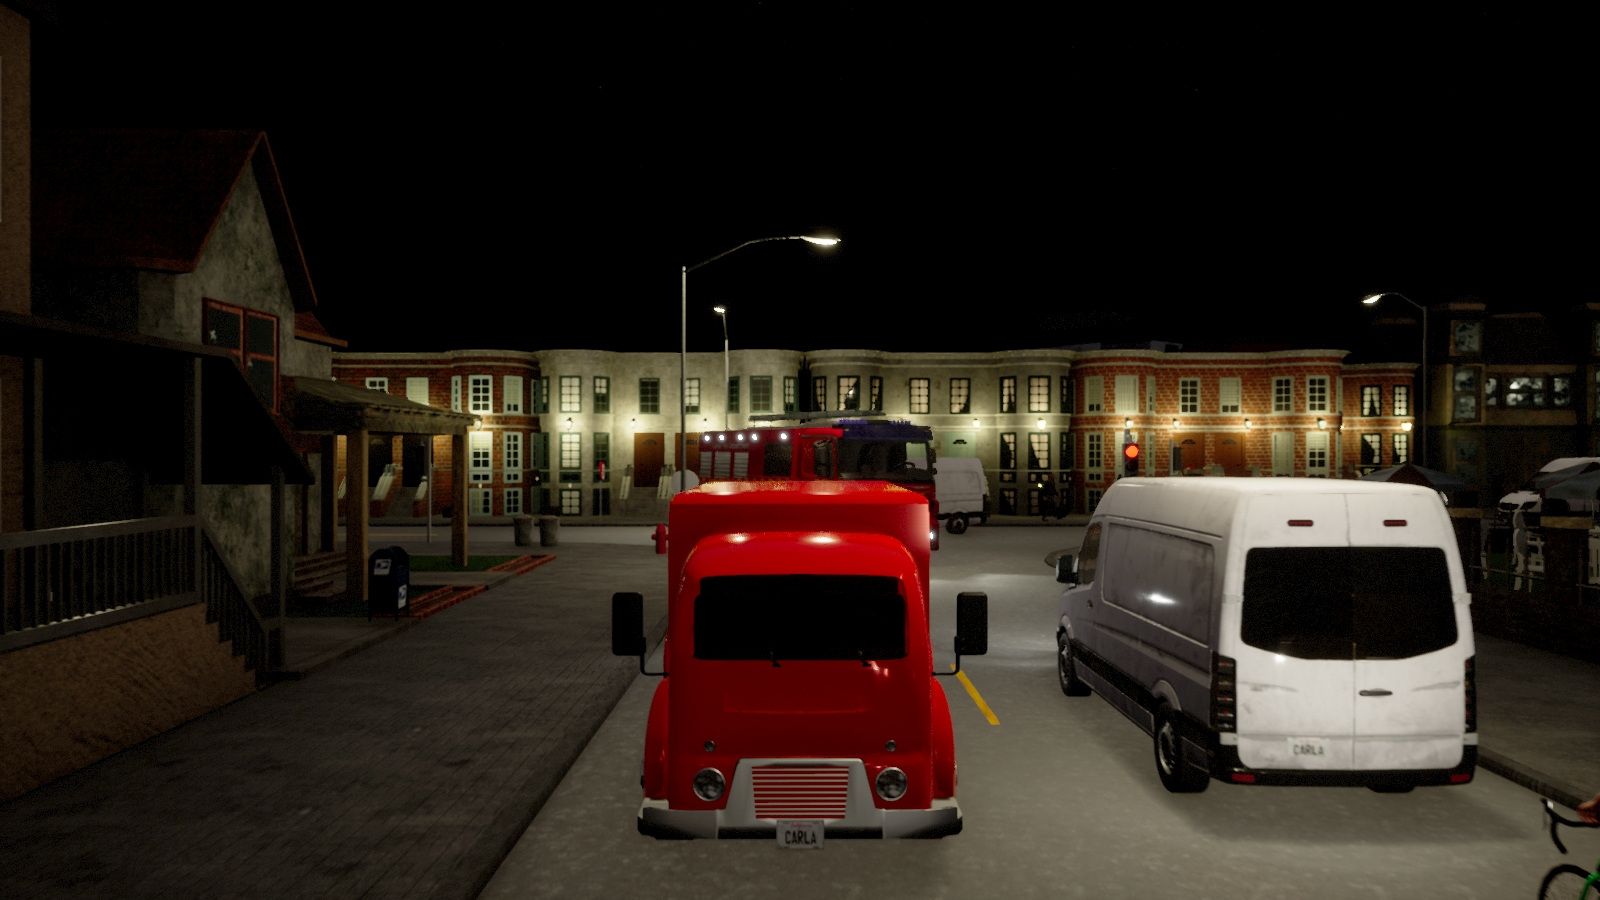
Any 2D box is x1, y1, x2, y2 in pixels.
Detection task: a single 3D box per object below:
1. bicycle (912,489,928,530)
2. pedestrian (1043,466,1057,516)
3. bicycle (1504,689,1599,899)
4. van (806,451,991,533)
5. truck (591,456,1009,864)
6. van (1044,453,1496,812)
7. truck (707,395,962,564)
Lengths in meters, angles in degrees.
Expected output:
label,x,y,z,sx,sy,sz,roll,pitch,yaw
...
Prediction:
label,x,y,z,sx,sy,sz,roll,pitch,yaw
bicycle,3.985,1.950,37.992,0.329,1.271,1.835,0,0,0
pedestrian,9.347,1.536,42.703,0.375,1.860,0.375,0,0,-42
bicycle,3.991,1.938,5.354,0.373,1.296,1.643,0,0,0
van,3.300,1.323,38.151,5.915,2.561,1.988,0,0,-23
truck,-0.015,1.338,9.802,2.627,2.467,5.204,0,1,0
van,4.010,1.318,11.169,1.988,2.561,5.915,0,0,0
truck,0.579,0.679,30.302,2.891,3.827,8.468,0,0,-29
